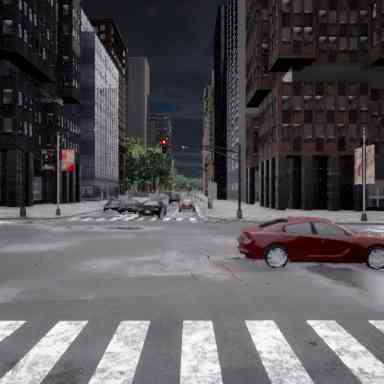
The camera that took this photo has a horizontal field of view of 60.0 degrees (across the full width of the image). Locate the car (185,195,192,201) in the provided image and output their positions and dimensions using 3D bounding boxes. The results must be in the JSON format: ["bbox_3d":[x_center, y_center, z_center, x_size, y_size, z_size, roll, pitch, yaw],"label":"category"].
[{"bbox_3d":[-0.852,1.687,93.199,1.887,1.381,4.507,0,0,0],"label":"car"}]

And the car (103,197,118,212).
[{"bbox_3d":[-9.088,1.571,38.907,1.947,1.339,4.313,0,0,0],"label":"car"}]

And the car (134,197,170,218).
[{"bbox_3d":[-3.453,1.462,29.611,1.882,1.535,5.008,0,0,4],"label":"car"}]

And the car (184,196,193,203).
[{"bbox_3d":[-0.736,1.606,71.669,1.752,1.417,4.829,0,0,0],"label":"car"}]

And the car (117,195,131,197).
[{"bbox_3d":[-9.118,1.331,44.334,2.192,1.841,5.009,0,0,0],"label":"car"}]

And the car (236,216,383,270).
[{"bbox_3d":[3.976,1.566,10.892,5.008,1.535,1.882,1,0,0],"label":"car"}]

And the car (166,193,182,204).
[{"bbox_3d":[-3.360,1.284,64.623,2.150,2.045,5.566,0,0,0],"label":"car"}]

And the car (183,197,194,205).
[{"bbox_3d":[-0.678,1.598,60.649,1.887,1.381,4.507,0,0,0],"label":"car"}]

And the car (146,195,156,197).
[{"bbox_3d":[-6.455,1.544,45.266,1.812,1.442,4.674,0,0,0],"label":"car"}]

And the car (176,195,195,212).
[{"bbox_3d":[-0.563,1.445,38.950,1.967,1.590,4.097,0,0,0],"label":"car"}]

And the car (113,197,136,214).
[{"bbox_3d":[-6.402,1.544,35.039,2.033,1.411,5.357,0,0,0],"label":"car"}]

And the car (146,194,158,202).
[{"bbox_3d":[-9.290,1.410,76.889,2.192,1.841,5.009,0,0,0],"label":"car"}]

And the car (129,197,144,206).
[{"bbox_3d":[-9.173,1.565,55.015,1.752,1.417,4.829,0,0,0],"label":"car"}]

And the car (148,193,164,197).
[{"bbox_3d":[-6.500,1.263,55.908,2.150,2.045,5.566,0,0,-1],"label":"car"}]

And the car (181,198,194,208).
[{"bbox_3d":[-0.620,1.610,49.799,1.802,1.307,4.206,0,0,0],"label":"car"}]
